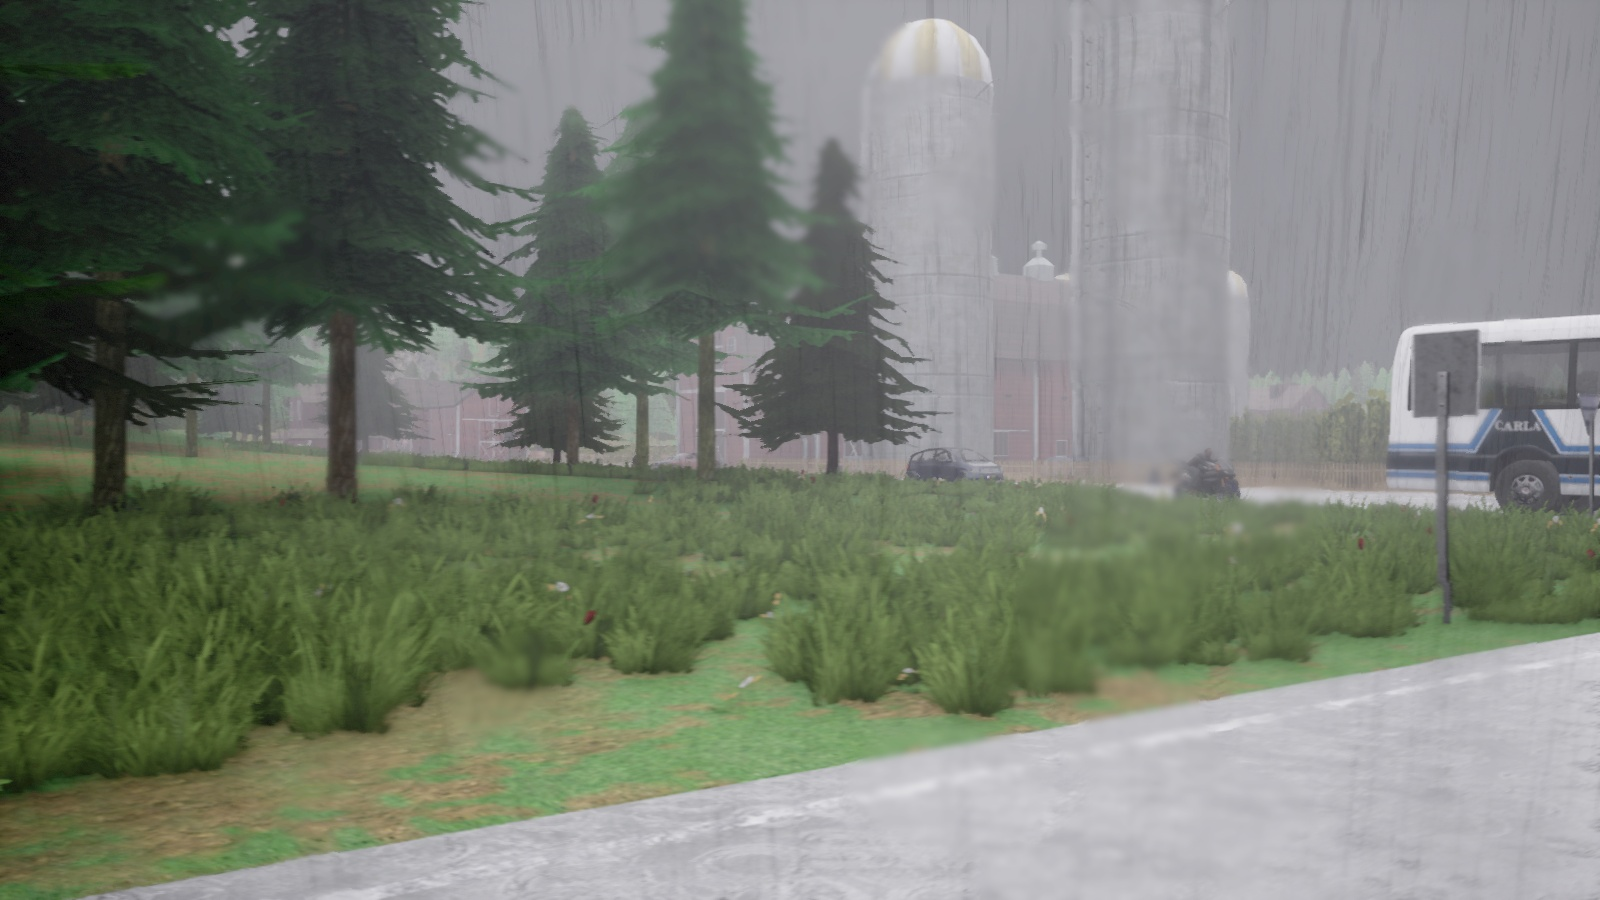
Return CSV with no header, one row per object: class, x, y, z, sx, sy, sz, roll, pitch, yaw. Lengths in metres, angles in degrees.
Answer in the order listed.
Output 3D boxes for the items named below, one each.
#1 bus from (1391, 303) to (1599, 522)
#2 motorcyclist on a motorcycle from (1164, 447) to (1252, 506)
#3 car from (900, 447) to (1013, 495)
bus,17.749,-0.727,24.803,3.944,4.253,10.273,0,1,-40
motorcyclist on a motorcycle,11.033,0.700,34.036,0.866,1.530,2.191,0,0,-34
car,5.248,0.677,42.518,1.789,1.549,3.705,0,0,-34
